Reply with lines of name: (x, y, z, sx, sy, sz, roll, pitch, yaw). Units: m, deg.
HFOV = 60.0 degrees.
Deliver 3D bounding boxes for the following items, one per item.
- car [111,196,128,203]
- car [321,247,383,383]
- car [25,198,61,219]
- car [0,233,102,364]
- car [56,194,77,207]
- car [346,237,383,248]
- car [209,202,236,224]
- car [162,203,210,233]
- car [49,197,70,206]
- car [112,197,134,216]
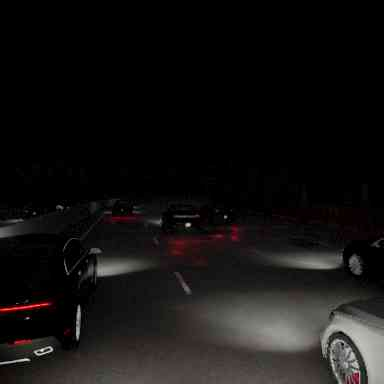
car: (-15.455, 1.617, 71.071, 2.128, 1.511, 4.902, 0, 0, 8)
car: (2.855, 1.525, 2.320, 1.812, 1.442, 4.674, 0, 0, -11)
car: (-13.601, 1.548, 30.117, 1.837, 1.490, 4.892, 0, 0, -11)
car: (-2.811, 1.514, 6.023, 1.837, 1.490, 4.892, 0, 0, -11)
car: (-20.126, 1.305, 52.991, 2.150, 2.045, 5.566, 0, 0, -1)
car: (5.418, 1.509, 7.330, 1.837, 1.490, 4.892, 0, 0, -11)
car: (1.814, 1.522, 25.278, 2.128, 1.511, 4.902, 0, 0, -11)
car: (-0.700, 1.516, 20.021, 2.128, 1.511, 4.902, 0, 0, -11)
car: (-23.571, 1.668, 59.245, 1.994, 1.385, 4.181, 0, 0, 2)
car: (-6.959, 1.522, 33.371, 1.882, 1.535, 5.008, 0, 0, -11)
